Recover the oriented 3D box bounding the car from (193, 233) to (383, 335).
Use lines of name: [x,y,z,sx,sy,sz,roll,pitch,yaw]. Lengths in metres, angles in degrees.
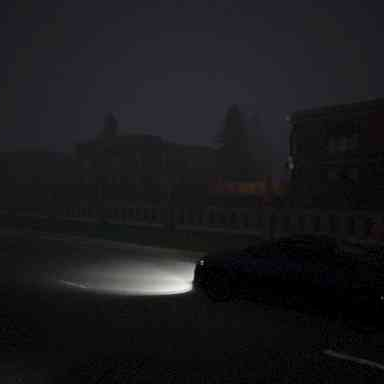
car: [2.092,1.561,6.801,4.181,1.385,1.994,0,0,36]
